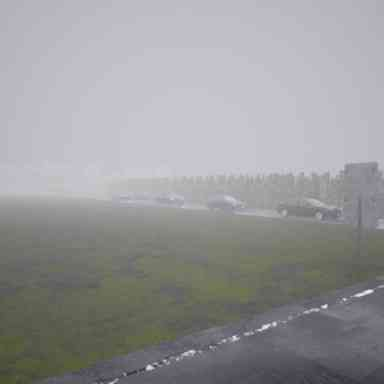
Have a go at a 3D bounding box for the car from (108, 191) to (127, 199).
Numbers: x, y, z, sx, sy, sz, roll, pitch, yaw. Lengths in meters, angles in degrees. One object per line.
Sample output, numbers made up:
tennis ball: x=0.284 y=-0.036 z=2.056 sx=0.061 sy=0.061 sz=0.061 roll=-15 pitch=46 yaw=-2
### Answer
car: x=-13.634 y=0.590 z=60.749 sx=1.994 sy=1.385 sz=4.181 roll=1 pitch=1 yaw=-36

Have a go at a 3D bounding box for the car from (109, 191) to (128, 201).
car: x=-11.398 y=0.681 z=52.911 sx=2.033 sy=1.411 sz=5.357 roll=1 pitch=1 yaw=-35

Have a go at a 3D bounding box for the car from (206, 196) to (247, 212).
car: x=3.289 y=1.099 z=32.390 sx=1.812 sy=1.442 sz=4.674 roll=1 pitch=1 yaw=-36

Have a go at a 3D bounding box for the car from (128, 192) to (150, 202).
car: x=-7.593 y=0.694 z=52.449 sx=2.128 sy=1.511 sz=4.902 roll=1 pitch=1 yaw=-35

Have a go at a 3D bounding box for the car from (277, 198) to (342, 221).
car: x=8.655 y=1.214 z=24.862 sx=1.882 sy=1.535 sz=5.008 roll=1 pitch=1 yaw=-34

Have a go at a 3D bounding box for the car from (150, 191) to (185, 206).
car: x=-2.819 y=0.740 z=40.876 sx=2.097 sy=1.767 sz=4.553 roll=1 pitch=1 yaw=-36
